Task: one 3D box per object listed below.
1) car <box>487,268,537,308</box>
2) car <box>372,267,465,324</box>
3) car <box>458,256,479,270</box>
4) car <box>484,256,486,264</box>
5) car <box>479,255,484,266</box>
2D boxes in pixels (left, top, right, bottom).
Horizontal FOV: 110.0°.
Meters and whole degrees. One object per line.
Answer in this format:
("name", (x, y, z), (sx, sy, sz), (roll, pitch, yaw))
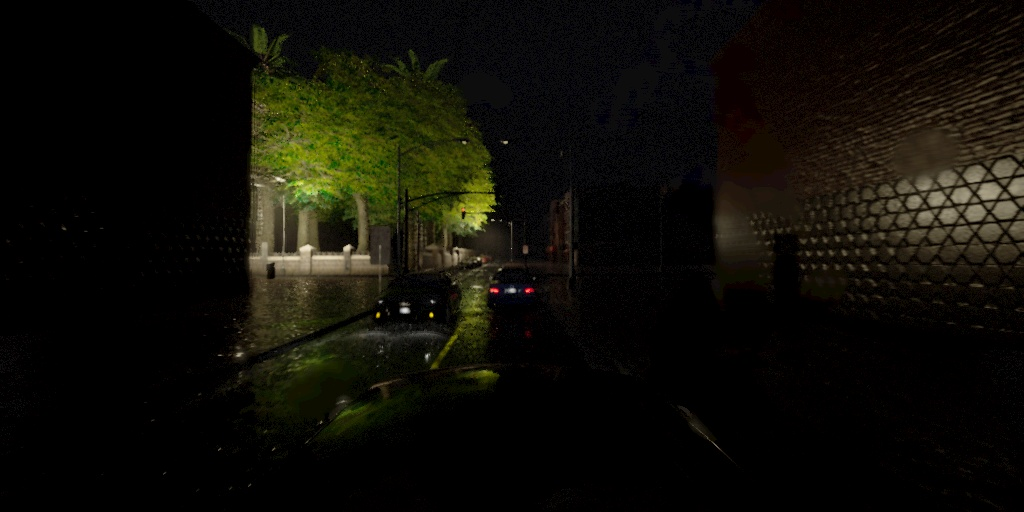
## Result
("car", (0.010, 1.191, 14.606), (2.033, 1.411, 5.357), (0, 0, 0))
("car", (-2.814, 1.234, 11.432), (1.994, 1.385, 4.181), (0, 0, 0))
("car", (-5.556, 0.968, 43.927), (2.007, 1.370, 4.403), (0, 0, 0))
("car", (-5.639, 0.897, 56.512), (1.948, 1.339, 4.313), (0, 0, 0))
("car", (-5.591, 0.918, 51.062), (2.007, 1.370, 4.403), (0, 0, 0))
